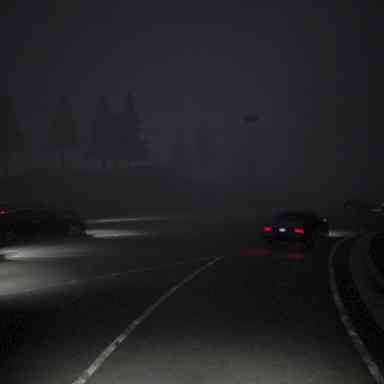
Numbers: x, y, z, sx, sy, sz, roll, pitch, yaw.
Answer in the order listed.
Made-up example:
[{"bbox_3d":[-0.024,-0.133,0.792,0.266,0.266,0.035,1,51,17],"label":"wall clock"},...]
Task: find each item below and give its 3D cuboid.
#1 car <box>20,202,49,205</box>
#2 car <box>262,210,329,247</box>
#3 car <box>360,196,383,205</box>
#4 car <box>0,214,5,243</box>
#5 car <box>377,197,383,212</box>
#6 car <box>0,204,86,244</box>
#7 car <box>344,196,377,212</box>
[{"bbox_3d":[-10.213,1.455,22.599,4.902,1.511,2.128,0,0,-40],"label":"car"},{"bbox_3d":[4.842,1.529,15.082,2.033,1.411,5.357,0,0,31],"label":"car"},{"bbox_3d":[31.475,1.483,57.779,5.357,1.411,2.033,0,0,-40],"label":"car"},{"bbox_3d":[-8.925,1.529,9.965,5.357,1.411,2.033,0,0,-40],"label":"car"},{"bbox_3d":[22.346,1.487,36.257,4.674,1.442,1.812,0,0,-40],"label":"car"},{"bbox_3d":[-7.436,1.500,15.786,4.674,1.442,1.812,0,0,-40],"label":"car"},{"bbox_3d":[19.303,1.461,38.270,4.892,1.490,1.837,0,0,-40],"label":"car"}]
